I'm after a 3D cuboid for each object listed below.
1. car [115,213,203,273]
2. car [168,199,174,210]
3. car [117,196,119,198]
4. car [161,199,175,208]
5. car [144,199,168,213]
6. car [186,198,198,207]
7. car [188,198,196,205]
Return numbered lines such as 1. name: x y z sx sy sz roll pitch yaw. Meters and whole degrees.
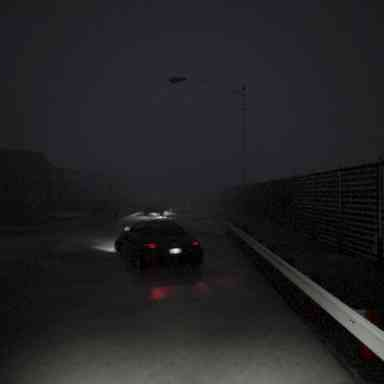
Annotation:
1. car: -1.240 1.635 11.187 1.994 1.385 4.181 0 -1 -22
2. car: -4.078 1.784 46.199 2.128 1.511 4.902 0 0 0
3. car: -17.296 1.582 70.904 3.633 1.501 1.845 0 0 0
4. car: -4.015 1.905 56.507 2.033 1.411 5.357 0 0 0
5. car: -4.103 1.711 36.934 1.882 1.535 5.008 0 0 0
6. car: -0.015 1.909 60.622 1.812 1.442 4.674 0 0 0
7. car: -0.019 1.972 70.863 1.812 1.442 4.674 0 0 0
